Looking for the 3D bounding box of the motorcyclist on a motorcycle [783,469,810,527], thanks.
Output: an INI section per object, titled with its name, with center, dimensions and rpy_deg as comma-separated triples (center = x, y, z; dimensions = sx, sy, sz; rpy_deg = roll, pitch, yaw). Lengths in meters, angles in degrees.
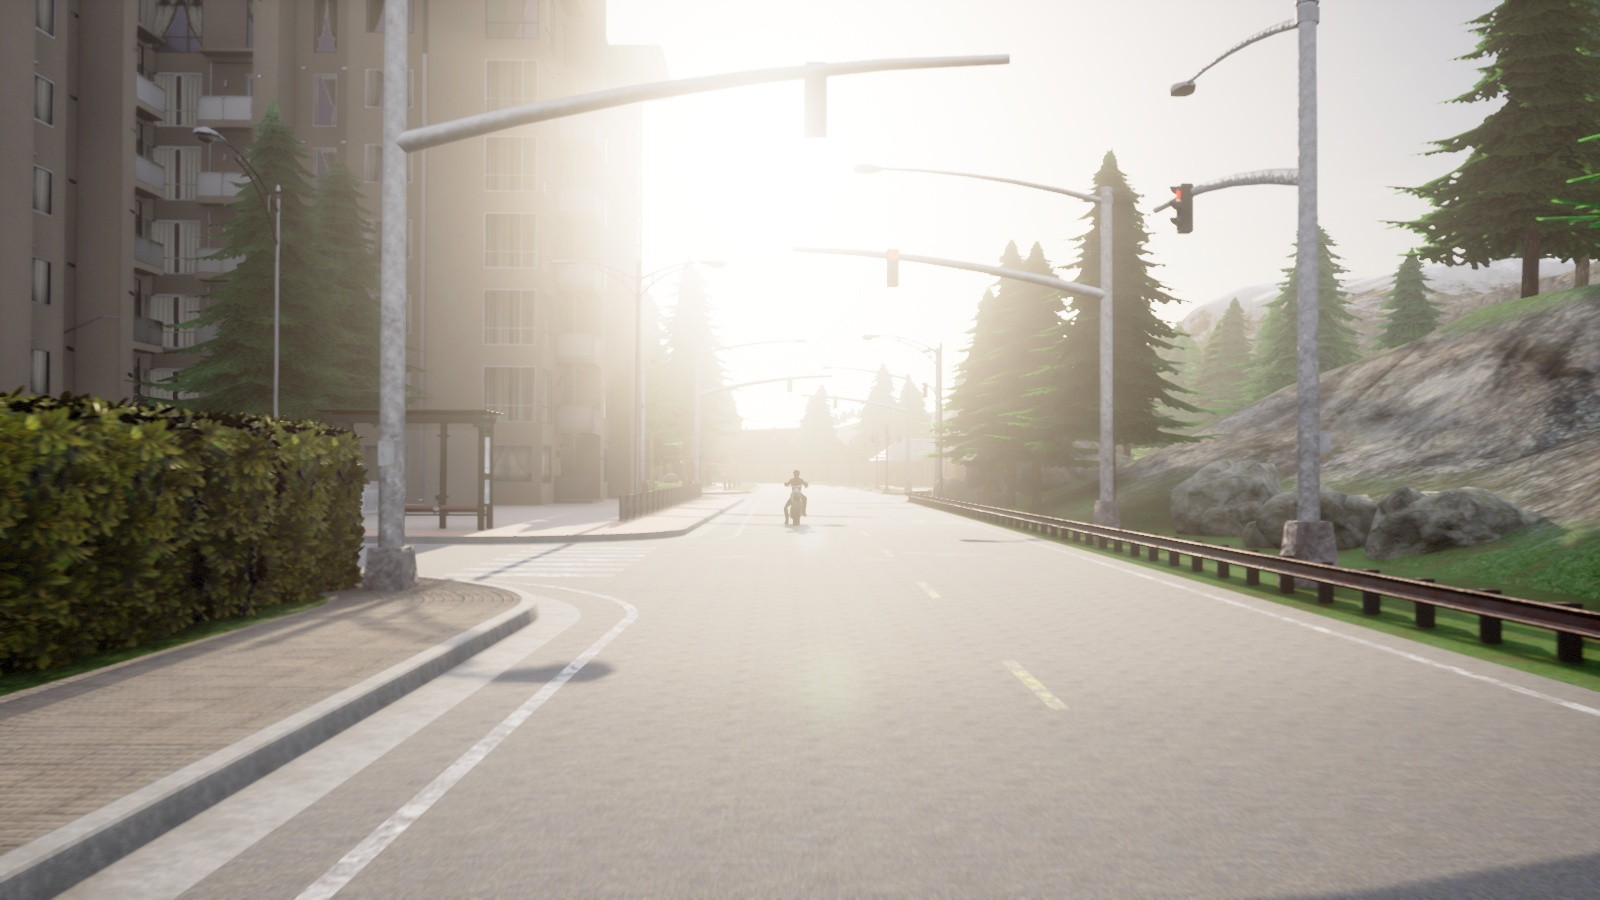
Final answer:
[motorcyclist on a motorcycle]
center = -0.097, 1.380, 36.716
dimensions = 0.766, 1.649, 2.350
rpy_deg = 0, -1, 0
